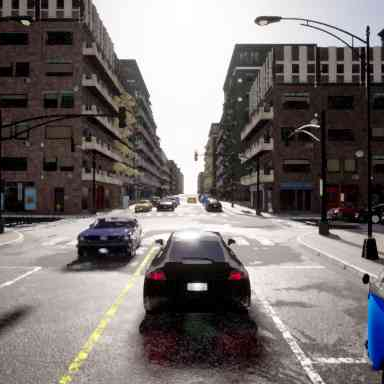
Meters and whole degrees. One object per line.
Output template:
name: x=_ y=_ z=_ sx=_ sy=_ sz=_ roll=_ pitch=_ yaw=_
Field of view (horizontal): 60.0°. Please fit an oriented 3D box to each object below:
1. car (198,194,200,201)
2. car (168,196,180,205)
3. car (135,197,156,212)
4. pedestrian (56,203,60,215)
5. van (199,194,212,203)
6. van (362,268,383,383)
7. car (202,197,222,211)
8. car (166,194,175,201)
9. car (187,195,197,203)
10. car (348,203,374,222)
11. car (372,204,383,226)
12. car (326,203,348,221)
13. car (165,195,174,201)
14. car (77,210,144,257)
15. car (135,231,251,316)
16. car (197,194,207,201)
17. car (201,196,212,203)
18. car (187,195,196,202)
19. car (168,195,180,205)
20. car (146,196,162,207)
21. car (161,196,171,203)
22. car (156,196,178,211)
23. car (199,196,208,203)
car: x=2.580 y=1.555 z=68.338 sx=1.752 sy=1.417 sz=4.829 roll=1 pitch=0 yaw=0
car: x=-3.178 y=1.503 z=60.028 sx=1.882 sy=1.535 sz=5.008 roll=0 pitch=0 yaw=0
car: x=-5.748 y=1.541 z=39.769 sx=1.752 sy=1.417 sz=4.829 roll=1 pitch=0 yaw=0
pedestrian: x=-12.596 y=1.598 z=31.362 sx=0.500 sy=1.100 sz=0.500 roll=0 pitch=-1 yaw=1
van: x=2.604 y=1.365 z=56.882 sx=1.690 sy=1.788 sz=3.998 roll=1 pitch=0 yaw=0
van: x=2.670 y=1.342 z=2.008 sx=1.690 sy=1.788 sz=3.998 roll=1 pitch=0 yaw=0
car: x=2.631 y=1.581 z=39.955 sx=1.947 sy=1.339 sz=4.313 roll=1 pitch=0 yaw=0
car: x=-5.839 y=1.484 z=90.724 sx=1.967 sy=1.590 sz=4.097 roll=1 pitch=0 yaw=0
car: x=-0.024 y=1.507 z=68.669 sx=1.882 sy=1.535 sz=5.008 roll=0 pitch=0 yaw=0
car: x=15.063 y=1.636 z=25.552 sx=4.892 sy=1.490 sz=1.837 roll=0 pitch=-1 yaw=0
car: x=13.502 y=1.584 z=19.778 sx=4.313 sy=1.339 sz=1.947 roll=0 pitch=-1 yaw=1
car: x=13.591 y=1.609 z=28.160 sx=4.097 sy=1.590 sz=1.967 roll=0 pitch=-1 yaw=1
car: x=-5.831 y=1.591 z=85.080 sx=2.008 sy=1.369 sz=4.403 roll=1 pitch=0 yaw=0
car: x=-3.025 y=1.605 z=13.093 sx=1.895 sy=1.301 sz=4.718 roll=0 pitch=0 yaw=-4
car: x=0.087 y=1.566 z=7.610 sx=1.994 sy=1.385 sz=4.181 roll=0 pitch=0 yaw=0
car: x=2.553 y=1.355 z=85.095 sx=2.192 sy=1.841 sz=5.009 roll=1 pitch=0 yaw=0
car: x=2.620 y=1.569 z=45.598 sx=2.008 sy=1.369 sz=4.403 roll=1 pitch=0 yaw=0
car: x=-0.146 y=1.562 z=80.485 sx=2.128 sy=1.511 sz=4.902 roll=0 pitch=0 yaw=0
car: x=-3.186 y=1.498 z=49.651 sx=1.882 sy=1.535 sz=5.008 roll=0 pitch=0 yaw=0
car: x=-5.768 y=1.461 z=51.225 sx=1.967 sy=1.590 sz=4.097 roll=1 pitch=0 yaw=0
car: x=-5.810 y=1.578 z=73.795 sx=1.887 sy=1.381 sz=4.507 roll=1 pitch=0 yaw=0
car: x=-3.173 y=1.580 z=40.934 sx=1.994 sy=1.385 sz=4.181 roll=0 pitch=0 yaw=0
car: x=2.569 y=1.615 z=73.810 sx=1.802 sy=1.307 sz=4.206 roll=1 pitch=0 yaw=0
